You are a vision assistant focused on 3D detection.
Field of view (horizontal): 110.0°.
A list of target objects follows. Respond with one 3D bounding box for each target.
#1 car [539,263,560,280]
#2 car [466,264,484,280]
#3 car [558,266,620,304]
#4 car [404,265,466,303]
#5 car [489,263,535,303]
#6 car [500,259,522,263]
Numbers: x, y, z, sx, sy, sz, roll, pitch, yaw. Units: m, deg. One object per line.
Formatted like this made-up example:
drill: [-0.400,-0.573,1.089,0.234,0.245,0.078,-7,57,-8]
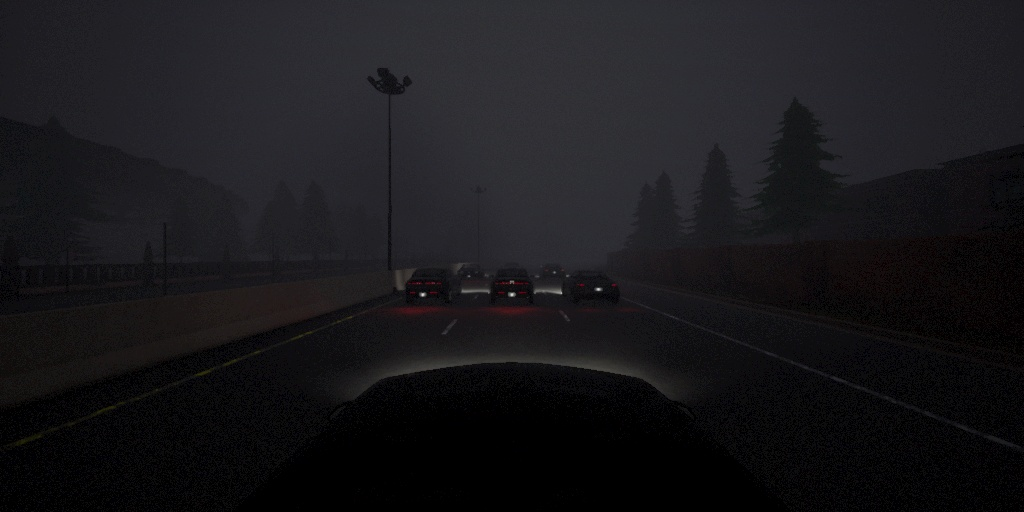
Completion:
car: [3.500,1.320,31.500,1.994,1.385,4.181,0,0,0]
car: [-3.500,1.364,31.530,1.895,1.301,4.718,0,0,0]
car: [3.500,1.320,16.500,1.994,1.385,4.181,0,0,0]
car: [-3.500,1.263,16.500,1.837,1.490,4.892,0,0,0]
car: [0.000,1.264,16.500,1.837,1.490,4.892,0,0,0]
car: [0.000,1.280,31.500,1.812,1.442,4.674,0,0,0]
